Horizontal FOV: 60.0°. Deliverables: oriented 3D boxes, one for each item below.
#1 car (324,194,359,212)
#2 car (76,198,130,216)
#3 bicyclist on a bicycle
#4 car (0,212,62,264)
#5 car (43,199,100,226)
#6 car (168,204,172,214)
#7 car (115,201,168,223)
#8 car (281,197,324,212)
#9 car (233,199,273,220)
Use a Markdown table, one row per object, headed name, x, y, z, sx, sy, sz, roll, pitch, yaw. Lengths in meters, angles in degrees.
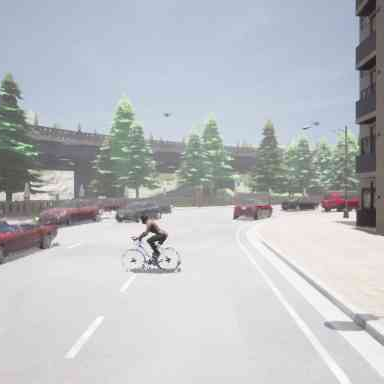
| name | x | y | z | sx | sy | sz | roll | pitch | yaw |
| --- | --- | --- | --- | --- | --- | --- | --- | --- | --- |
| car | 17.416 | 1.221 | 37.950 | 5.566 | 2.045 | 2.150 | 0 | 0 | -21 |
| car | -7.299 | 1.210 | 27.919 | 1.895 | 1.301 | 4.718 | 0 | 0 | 23 |
| bicyclist on a bicycle | -1.159 | 1.452 | 9.306 | 1.656 | 1.620 | 0.582 | -1 | 0 | 1 |
| car | -6.652 | 1.601 | 11.689 | 1.895 | 1.301 | 4.718 | 0 | 0 | 4 |
| car | -8.426 | 1.351 | 23.265 | 2.097 | 1.767 | 4.553 | 0 | 0 | 17 |
| car | -3.888 | 1.564 | 33.686 | 1.994 | 1.385 | 4.181 | 0 | 0 | 33 |
| car | -4.028 | 1.503 | 25.765 | 1.837 | 1.490 | 4.892 | 0 | 0 | 23 |
| car | 12.872 | 1.477 | 39.571 | 5.008 | 1.535 | 1.882 | 0 | 0 | -30 |
| car | 5.306 | 1.351 | 28.352 | 2.097 | 1.767 | 4.553 | 0 | 0 | 33 |
